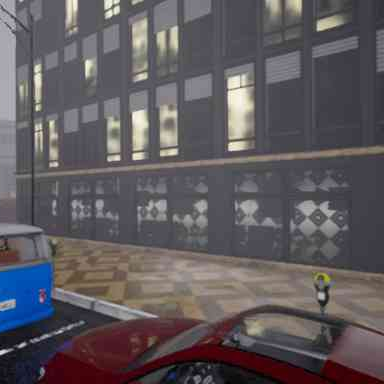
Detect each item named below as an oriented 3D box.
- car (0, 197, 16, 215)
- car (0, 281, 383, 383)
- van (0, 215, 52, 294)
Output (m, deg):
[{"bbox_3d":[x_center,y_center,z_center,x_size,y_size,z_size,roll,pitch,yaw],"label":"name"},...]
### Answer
[{"bbox_3d":[-14.023,1.551,27.917,2.192,1.841,5.009,-1,-1,35],"label":"car"},{"bbox_3d":[0.486,1.589,2.492,4.206,1.307,1.802,-1,-1,36],"label":"car"},{"bbox_3d":[-4.145,1.389,5.799,3.998,1.788,1.690,-1,-1,36],"label":"van"}]
